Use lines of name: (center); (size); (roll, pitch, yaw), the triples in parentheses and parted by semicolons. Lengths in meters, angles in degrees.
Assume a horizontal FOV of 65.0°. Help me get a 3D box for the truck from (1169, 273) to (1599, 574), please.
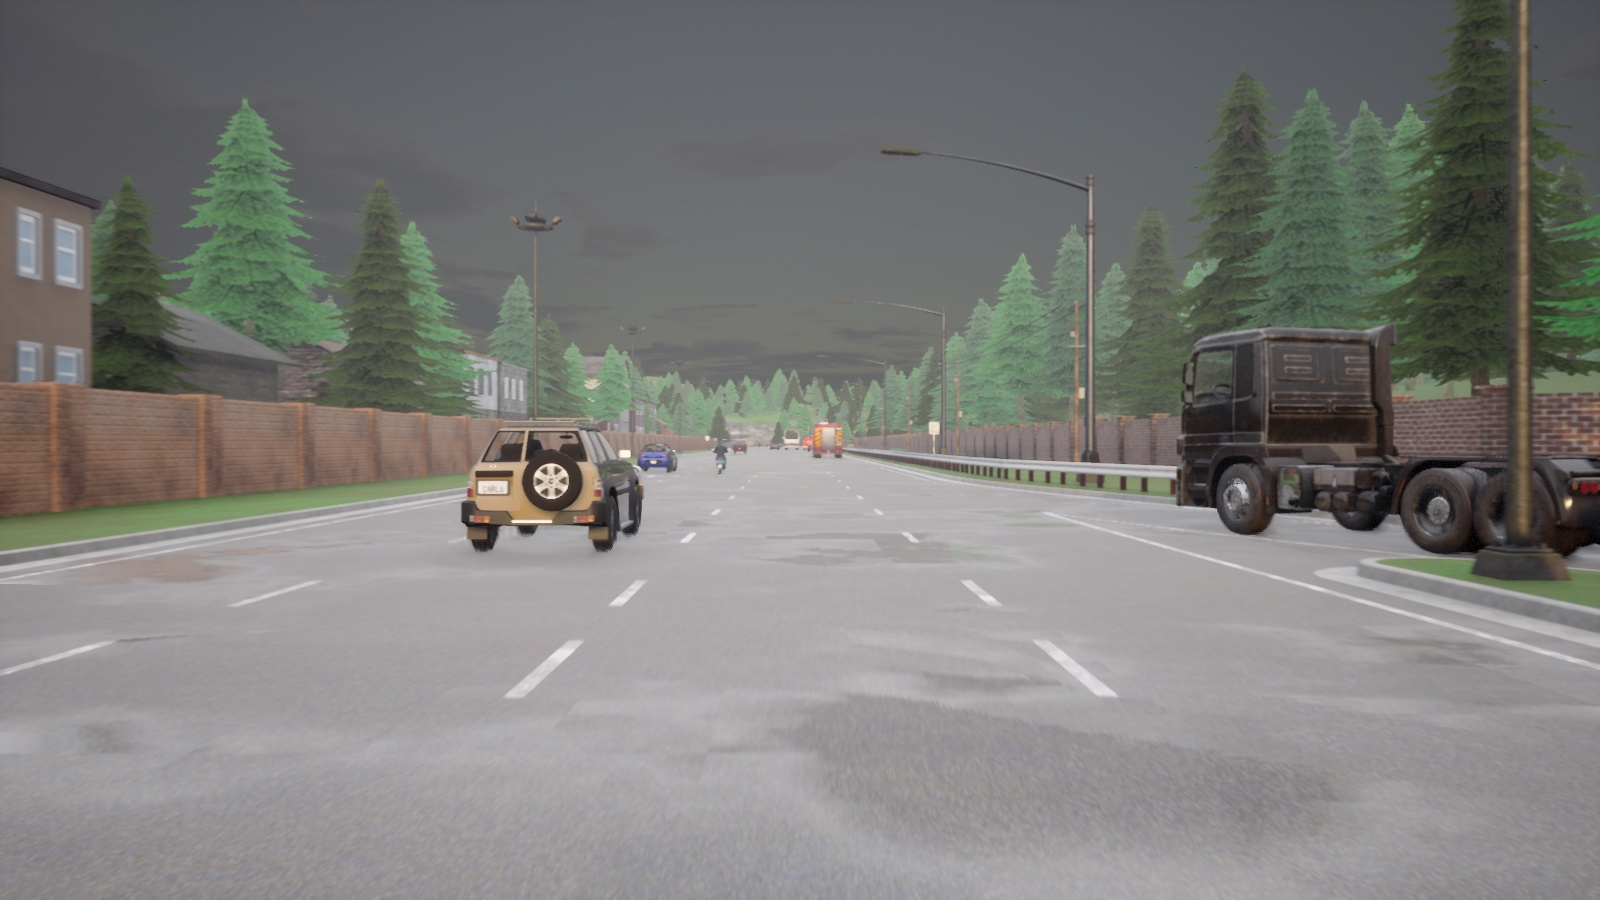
truck: (9.157, -0.325, 18.530); (2.891, 3.462, 7.936); (0, 0, -21)

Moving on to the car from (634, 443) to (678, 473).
car: (-7.360, 0.388, 64.667); (1.816, 1.474, 4.193); (0, 0, 0)

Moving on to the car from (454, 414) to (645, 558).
car: (-3.506, 0.455, 18.469); (1.932, 1.855, 4.605); (0, 0, -1)
